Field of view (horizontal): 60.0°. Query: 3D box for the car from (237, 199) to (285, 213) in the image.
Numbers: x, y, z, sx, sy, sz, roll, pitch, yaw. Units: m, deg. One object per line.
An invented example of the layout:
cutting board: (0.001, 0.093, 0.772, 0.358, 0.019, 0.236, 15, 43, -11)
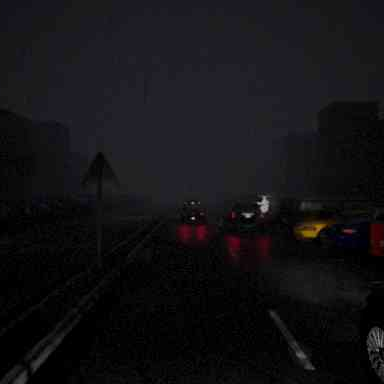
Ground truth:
car: (7.615, 1.518, 37.286, 4.892, 1.521, 2.231, 0, 0, 0)

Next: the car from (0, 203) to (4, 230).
car: (-12.588, 1.452, 16.572, 4.892, 1.521, 2.231, 0, 0, 0)

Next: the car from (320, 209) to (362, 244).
car: (7.631, 1.517, 12.471, 4.674, 1.452, 2.002, 0, 0, 0)

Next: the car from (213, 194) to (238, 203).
car: (7.630, 1.500, 75.887, 5.566, 2.045, 2.435, 0, 0, 0)

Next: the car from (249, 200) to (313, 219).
car: (7.630, 1.494, 29.014, 5.008, 1.535, 2.097, 0, 0, 0)

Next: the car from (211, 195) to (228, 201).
car: (7.562, 1.729, 92.437, 4.553, 1.767, 2.185, 0, 0, 0)

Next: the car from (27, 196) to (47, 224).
car: (-12.549, 1.332, 22.130, 4.553, 1.767, 2.185, 0, 0, 0)

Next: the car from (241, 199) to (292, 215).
car: (7.652, 1.538, 34.528, 4.792, 1.488, 2.163, 0, 0, 0)

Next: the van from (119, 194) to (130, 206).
van: (-12.688, 1.350, 52.700, 4.442, 1.987, 1.878, 0, 0, 0)

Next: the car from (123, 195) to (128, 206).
car: (-12.569, 1.599, 49.794, 4.674, 1.452, 2.002, 0, 0, 0)

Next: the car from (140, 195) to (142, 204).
car: (-12.565, 1.693, 63.749, 4.674, 1.452, 2.002, 0, 0, 0)

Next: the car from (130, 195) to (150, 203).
car: (-12.594, 1.669, 80.489, 4.553, 1.767, 2.185, 0, 0, 0)

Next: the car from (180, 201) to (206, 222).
car: (0.087, 1.609, 26.099, 1.895, 1.301, 4.718, 0, 0, 0)

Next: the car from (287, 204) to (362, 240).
car: (7.447, 1.475, 15.229, 5.366, 1.575, 1.946, 0, 0, 0)

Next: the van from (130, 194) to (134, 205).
van: (-12.454, 1.367, 55.477, 4.442, 1.987, 1.878, 0, 0, 0)

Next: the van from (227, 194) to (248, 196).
van: (7.499, 1.324, 45.435, 4.442, 1.987, 1.878, 0, 0, 0)

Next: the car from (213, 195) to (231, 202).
car: (7.567, 1.688, 84.162, 4.553, 1.767, 2.185, 0, 0, 0)

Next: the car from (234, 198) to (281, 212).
car: (7.805, 1.524, 40.042, 5.366, 1.575, 1.946, 0, 0, 0)

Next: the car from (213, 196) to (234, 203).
car: (7.605, 1.796, 81.399, 4.892, 1.521, 2.231, 0, 0, 0)

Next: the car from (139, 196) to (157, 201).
car: (-12.530, 1.895, 94.268, 4.792, 1.488, 2.163, 0, 0, 0)

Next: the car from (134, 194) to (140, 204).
car: (-12.598, 1.361, 58.258, 5.566, 2.045, 2.435, 0, 0, 0)

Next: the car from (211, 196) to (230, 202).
car: (7.600, 1.844, 89.674, 5.008, 1.535, 2.097, 0, 0, 0)

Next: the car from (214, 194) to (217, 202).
car: (7.611, 1.686, 67.613, 5.008, 1.535, 2.097, 0, 0, 0)

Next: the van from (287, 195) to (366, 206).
van: (7.747, 1.252, 17.988, 4.442, 1.987, 1.878, 0, 0, 0)

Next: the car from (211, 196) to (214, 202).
car: (7.418, 1.726, 73.128, 5.366, 1.575, 1.946, 0, 0, 0)

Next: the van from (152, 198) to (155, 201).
van: (-12.445, 1.610, 85.926, 4.442, 1.987, 1.878, 0, 0, 0)

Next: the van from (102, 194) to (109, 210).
van: (-12.459, 1.280, 38.805, 4.442, 1.987, 1.878, 0, 0, 0)

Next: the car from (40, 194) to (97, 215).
car: (-12.548, 1.233, 33.247, 5.566, 2.045, 2.435, 0, 0, 0)

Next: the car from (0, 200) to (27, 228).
car: (-12.550, 1.328, 19.350, 4.553, 1.767, 2.185, 0, 0, 0)

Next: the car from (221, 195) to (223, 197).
car: (7.607, 1.594, 53.827, 4.892, 1.521, 2.231, 0, 0, 0)

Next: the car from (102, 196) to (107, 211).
car: (-12.391, 1.492, 36.025, 5.366, 1.575, 1.946, 0, 0, 0)

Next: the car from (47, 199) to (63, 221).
car: (-12.577, 1.503, 24.910, 4.674, 1.452, 2.002, 0, 0, 0)

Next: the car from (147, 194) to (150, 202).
car: (-12.595, 1.471, 72.154, 5.566, 2.045, 2.435, 0, 0, 0)

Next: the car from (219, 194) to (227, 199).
car: (7.605, 1.610, 56.585, 4.892, 1.521, 2.231, 0, 0, 0)

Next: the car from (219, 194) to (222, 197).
car: (7.579, 1.501, 59.342, 4.553, 1.767, 2.185, 0, 0, 0)

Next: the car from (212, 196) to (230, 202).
car: (7.594, 1.869, 86.918, 4.674, 1.452, 2.002, 0, 0, 0)

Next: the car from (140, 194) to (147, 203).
car: (-12.539, 1.424, 66.470, 5.566, 2.045, 2.435, 0, 0, 0)

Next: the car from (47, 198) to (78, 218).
car: (-12.572, 1.470, 27.688, 4.892, 1.521, 2.231, 0, 0, 0)

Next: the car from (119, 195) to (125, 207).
car: (-12.543, 1.574, 47.140, 4.792, 1.488, 2.163, 0, 0, 0)

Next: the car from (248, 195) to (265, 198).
car: (7.655, 1.237, 26.259, 5.566, 2.045, 2.435, 0, 0, 0)

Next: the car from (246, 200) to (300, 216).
car: (7.626, 1.541, 31.772, 4.674, 1.452, 2.002, 0, 0, 0)

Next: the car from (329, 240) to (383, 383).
car: (3.099, 1.491, 2.386, 2.128, 1.511, 4.902, 0, 0, 0)

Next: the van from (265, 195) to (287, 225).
van: (7.744, 1.259, 23.500, 4.442, 1.987, 1.878, 0, 0, 0)

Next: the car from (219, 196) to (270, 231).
car: (3.089, 1.352, 20.464, 2.097, 1.767, 4.553, 0, 0, 0)

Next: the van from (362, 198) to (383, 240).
van: (7.751, 1.251, 9.715, 4.442, 1.987, 1.878, 0, 0, 0)

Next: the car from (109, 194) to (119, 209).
car: (-12.546, 1.265, 41.582, 5.566, 2.045, 2.435, 0, 0, 0)

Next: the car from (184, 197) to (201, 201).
car: (0.077, 1.408, 42.178, 2.097, 1.767, 4.553, 0, 0, 0)

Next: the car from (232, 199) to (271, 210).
car: (7.616, 1.578, 42.800, 4.674, 1.452, 2.002, 0, 0, 0)

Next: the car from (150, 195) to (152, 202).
car: (-12.559, 1.769, 77.585, 5.008, 1.535, 2.097, 0, 0, 0)
